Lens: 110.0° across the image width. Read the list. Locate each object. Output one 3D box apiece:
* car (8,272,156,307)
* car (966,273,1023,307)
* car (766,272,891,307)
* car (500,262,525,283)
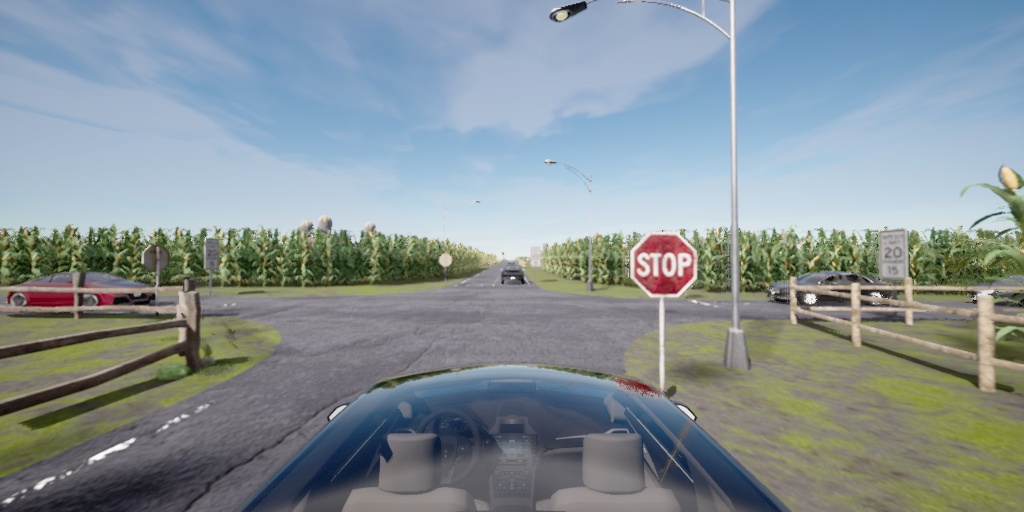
[{"bbox_3d":[-16.533,1.316,13.962,4.181,1.385,1.994,0,-1,0],"label":"car"},{"bbox_3d":[24.175,1.551,16.566,4.902,1.511,2.128,0,-1,0],"label":"car"},{"bbox_3d":[14.556,1.500,16.643,4.892,1.490,1.837,1,-1,0],"label":"car"},{"bbox_3d":[0.057,1.495,30.673,1.837,1.490,4.892,0,0,0],"label":"car"}]
